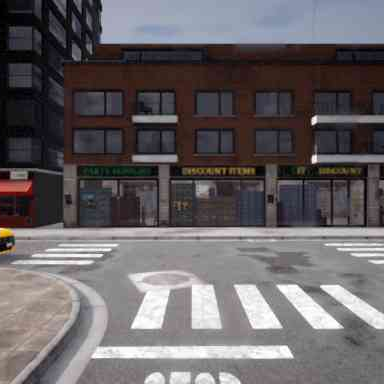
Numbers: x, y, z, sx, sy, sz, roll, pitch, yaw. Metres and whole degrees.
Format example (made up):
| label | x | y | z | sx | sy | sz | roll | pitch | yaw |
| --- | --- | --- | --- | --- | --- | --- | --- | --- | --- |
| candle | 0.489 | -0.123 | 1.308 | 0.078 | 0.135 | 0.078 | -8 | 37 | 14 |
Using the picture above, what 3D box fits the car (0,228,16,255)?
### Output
| label | x | y | z | sx | sy | sz | roll | pitch | yaw |
| --- | --- | --- | --- | --- | --- | --- | --- | --- | --- |
| car | -8.547 | 1.477 | 11.060 | 5.008 | 1.535 | 1.882 | 0 | 0 | 0 |
